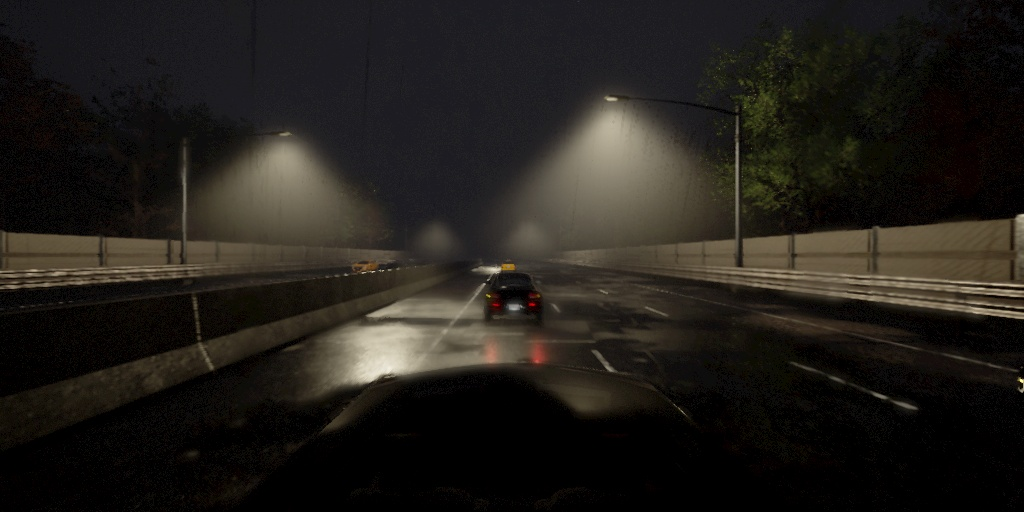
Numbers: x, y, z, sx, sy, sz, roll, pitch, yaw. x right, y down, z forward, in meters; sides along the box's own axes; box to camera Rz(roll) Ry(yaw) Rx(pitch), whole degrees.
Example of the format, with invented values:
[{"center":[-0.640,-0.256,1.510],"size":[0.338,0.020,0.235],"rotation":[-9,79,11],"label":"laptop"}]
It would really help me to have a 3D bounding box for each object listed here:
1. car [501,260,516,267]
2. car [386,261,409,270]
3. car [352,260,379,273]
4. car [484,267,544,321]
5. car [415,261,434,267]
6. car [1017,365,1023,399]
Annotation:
[{"center":[-0.455,1.220,44.559],"size":[1.801,1.575,5.366],"rotation":[0,0,-1],"label":"car"},{"center":[-14.682,1.325,46.268],"size":[1.994,1.385,4.181],"rotation":[0,0,-1],"label":"car"},{"center":[-18.145,1.238,44.583],"size":[1.882,1.535,5.008],"rotation":[0,0,-1],"label":"car"},{"center":[0.051,1.279,12.349],"size":[1.812,1.442,4.674],"rotation":[0,0,0],"label":"car"},{"center":[-11.184,1.327,46.355],"size":[1.994,1.385,4.181],"rotation":[0,0,-1],"label":"car"},{"center":[7.092,1.254,2.263],"size":[1.837,1.490,4.892],"rotation":[0,0,0],"label":"car"}]
